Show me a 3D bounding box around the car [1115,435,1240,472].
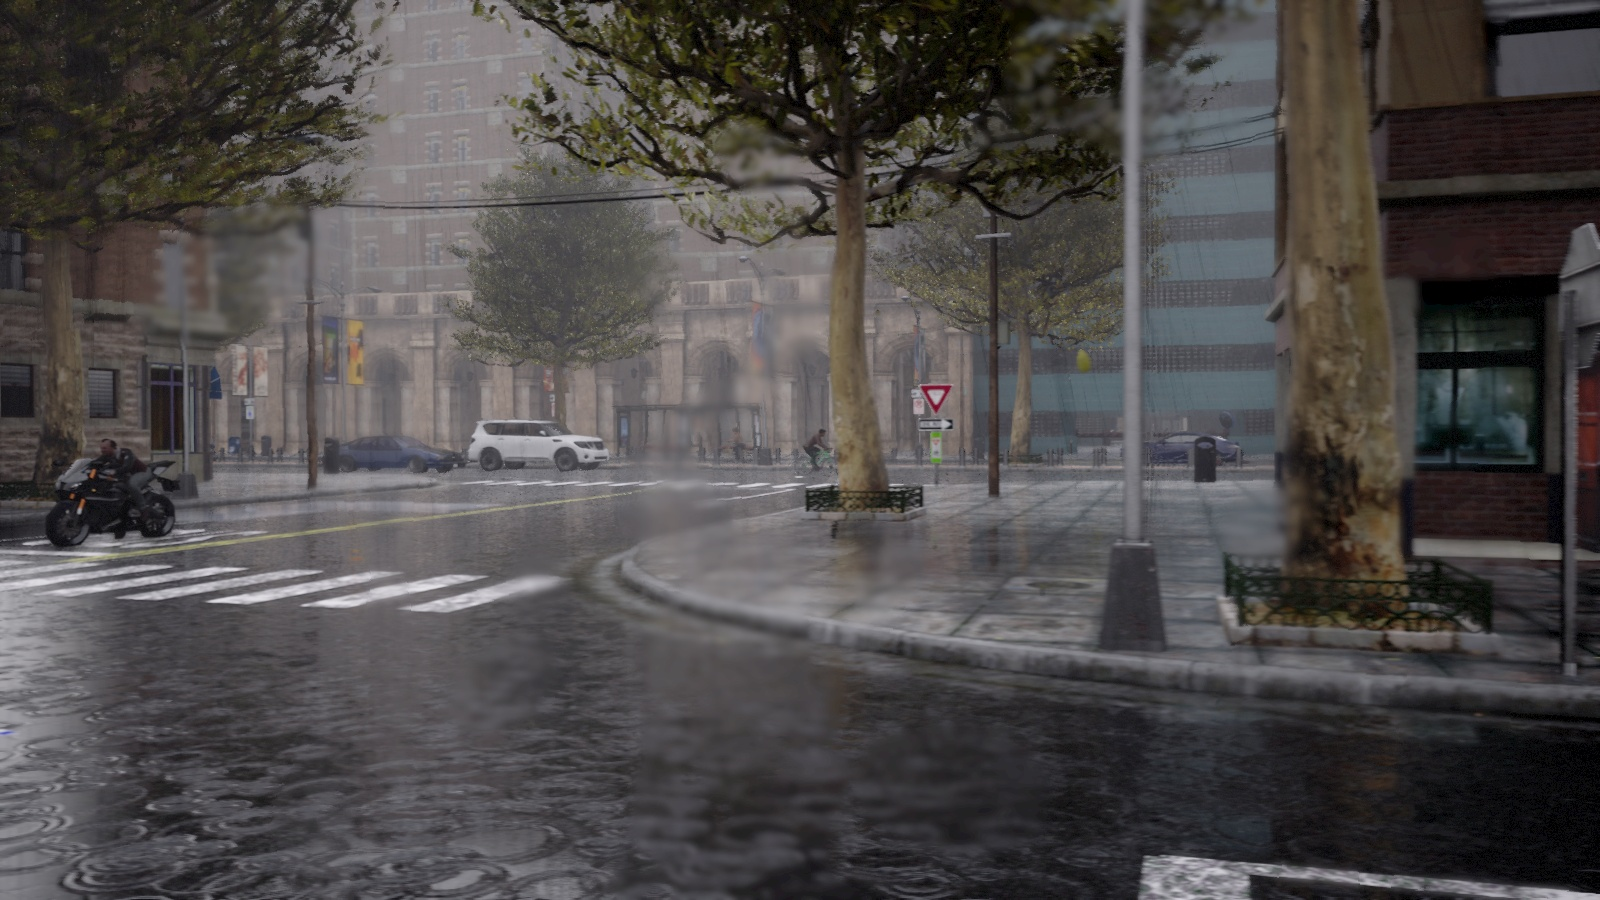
[{"bbox_3d":[15.073,0.117,50.264,4.674,1.442,1.812,0,1,17],"label":"car"}]

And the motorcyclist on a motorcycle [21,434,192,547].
[{"bbox_3d":[-10.013,0.535,18.249,0.866,1.530,2.191,1,1,17],"label":"motorcyclist on a motorcycle"}]

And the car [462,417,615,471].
[{"bbox_3d":[-10.317,-0.277,49.622,5.566,2.045,2.150,0,1,17],"label":"car"}]

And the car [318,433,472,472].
[{"bbox_3d":[-15.287,0.067,47.465,5.357,1.411,2.033,1,1,17],"label":"car"}]

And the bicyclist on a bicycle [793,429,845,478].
[{"bbox_3d":[0.651,0.109,42.631,1.656,1.620,0.582,1,1,17],"label":"bicyclist on a bicycle"}]
